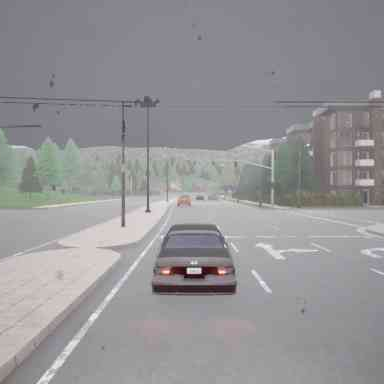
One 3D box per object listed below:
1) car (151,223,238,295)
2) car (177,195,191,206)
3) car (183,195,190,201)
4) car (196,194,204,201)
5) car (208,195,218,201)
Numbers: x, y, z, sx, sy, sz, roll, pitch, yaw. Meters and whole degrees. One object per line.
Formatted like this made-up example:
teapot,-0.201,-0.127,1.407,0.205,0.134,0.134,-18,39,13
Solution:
car,0.052,1.547,8.841,2.033,1.411,5.357,0,0,0
car,-1.300,1.352,54.588,2.097,1.767,4.553,0,0,-1
car,-1.431,1.523,85.413,1.812,1.442,4.674,0,0,0
car,2.069,1.477,85.448,1.882,1.535,5.008,0,0,0
car,5.569,1.539,85.452,2.033,1.411,5.357,0,0,0
